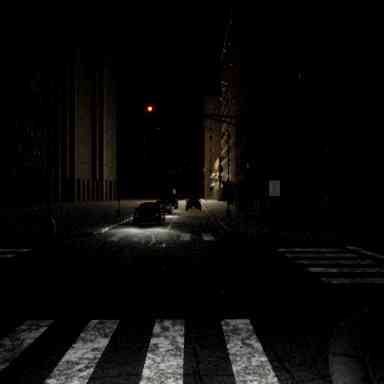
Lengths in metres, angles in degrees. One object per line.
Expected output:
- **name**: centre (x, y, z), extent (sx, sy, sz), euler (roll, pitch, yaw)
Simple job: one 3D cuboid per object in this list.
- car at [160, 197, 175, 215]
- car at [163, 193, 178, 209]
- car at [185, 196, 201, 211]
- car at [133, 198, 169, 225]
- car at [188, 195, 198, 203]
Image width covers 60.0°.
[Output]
- **car**: centre (-3.040, 1.527, 34.359), extent (1.812, 1.442, 4.674), euler (0, 0, 0)
- **car**: centre (-3.007, 1.222, 45.069), extent (2.150, 2.045, 5.566), euler (0, 0, 1)
- **car**: centre (0.183, 1.527, 41.500), extent (1.812, 1.442, 4.674), euler (0, 0, 0)
- **car**: centre (-3.056, 1.479, 24.395), extent (1.882, 1.535, 5.008), euler (0, 0, 0)
- **car**: centre (0.213, 1.477, 67.876), extent (1.882, 1.535, 5.008), euler (0, -1, 0)
